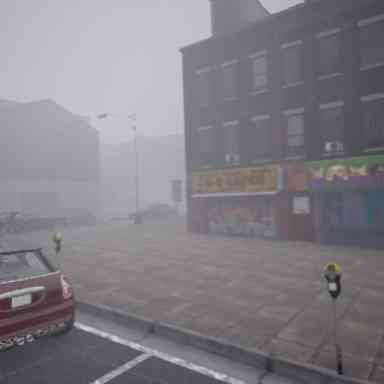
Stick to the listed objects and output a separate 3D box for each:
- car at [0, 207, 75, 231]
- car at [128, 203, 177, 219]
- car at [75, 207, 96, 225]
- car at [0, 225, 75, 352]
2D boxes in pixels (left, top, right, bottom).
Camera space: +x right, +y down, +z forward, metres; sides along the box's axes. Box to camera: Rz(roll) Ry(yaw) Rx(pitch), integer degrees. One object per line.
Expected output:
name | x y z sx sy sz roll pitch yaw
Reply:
car | -9.200 1.712 18.254 1.895 1.301 4.718 -3 -2 34
car | -3.550 1.781 31.473 2.033 1.411 5.357 -3 -2 35
car | -9.021 1.803 23.896 1.994 1.385 4.181 -3 -2 36
car | -3.863 1.504 5.596 4.097 1.590 1.967 -1 -2 36
